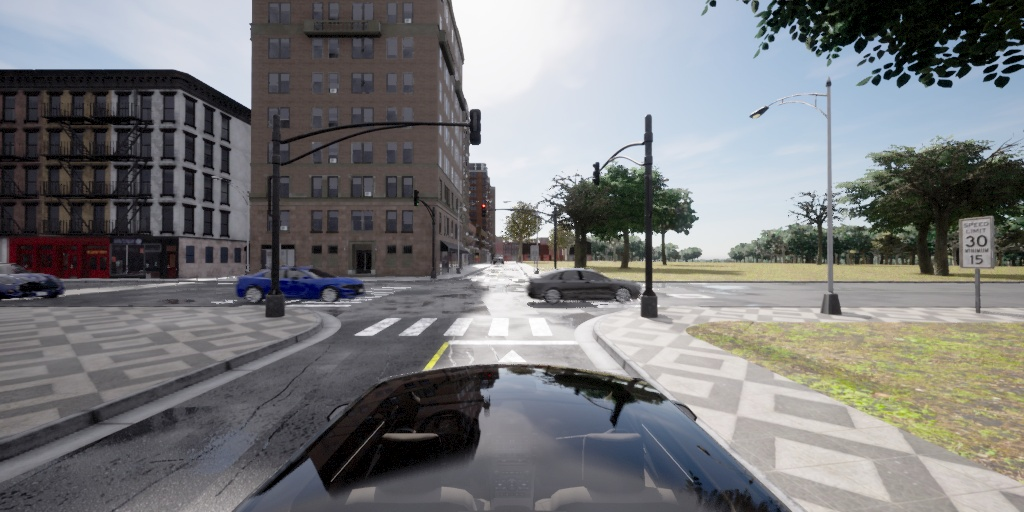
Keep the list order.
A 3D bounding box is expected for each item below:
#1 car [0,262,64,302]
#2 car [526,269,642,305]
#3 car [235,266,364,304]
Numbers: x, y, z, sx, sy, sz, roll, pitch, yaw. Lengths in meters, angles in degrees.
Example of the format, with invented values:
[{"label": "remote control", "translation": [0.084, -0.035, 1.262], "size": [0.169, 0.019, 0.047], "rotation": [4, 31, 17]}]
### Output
[{"label": "car", "translation": [-22.470, 1.043, 15.432], "size": [4.553, 1.767, 2.097], "rotation": [0, -1, 0]}, {"label": "car", "translation": [3.042, 1.295, 15.419], "size": [4.892, 1.490, 1.837], "rotation": [-1, 0, 0]}, {"label": "car", "translation": [-8.990, 1.199, 15.426], "size": [5.008, 1.535, 1.882], "rotation": [0, -1, 0]}]
